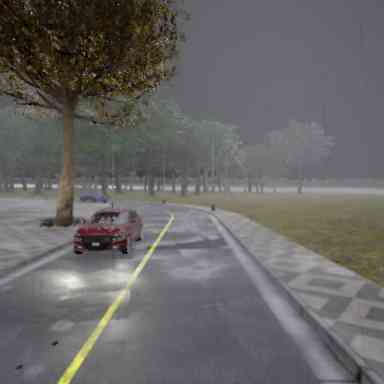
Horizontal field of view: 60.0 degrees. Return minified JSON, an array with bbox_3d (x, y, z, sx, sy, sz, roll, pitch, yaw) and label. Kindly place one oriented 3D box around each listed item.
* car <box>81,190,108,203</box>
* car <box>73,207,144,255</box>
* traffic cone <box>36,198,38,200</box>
[{"bbox_3d":[-15.872,0.780,53.799,5.566,2.045,2.150,2,2,43],"label":"car"},{"bbox_3d":[-3.131,1.407,13.277,1.882,1.535,5.008,0,0,0],"label":"car"},{"bbox_3d":[-28.005,1.226,60.053,0.340,0.580,0.340,1,1,21],"label":"traffic cone"}]
